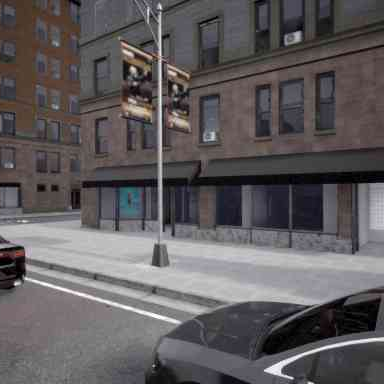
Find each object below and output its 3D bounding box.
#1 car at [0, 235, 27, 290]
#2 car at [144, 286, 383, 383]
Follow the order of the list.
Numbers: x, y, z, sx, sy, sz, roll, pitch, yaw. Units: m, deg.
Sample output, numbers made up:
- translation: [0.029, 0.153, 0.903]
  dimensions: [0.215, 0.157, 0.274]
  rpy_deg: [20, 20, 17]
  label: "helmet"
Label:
- translation: [-5.930, 1.478, 7.890]
  dimensions: [5.008, 1.535, 1.882]
  rpy_deg: [0, 0, 35]
  label: "car"
- translation: [1.805, 1.505, 2.400]
  dimensions: [4.892, 1.490, 1.837]
  rpy_deg: [0, 0, 35]
  label: "car"
